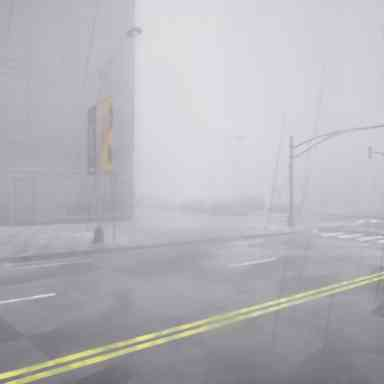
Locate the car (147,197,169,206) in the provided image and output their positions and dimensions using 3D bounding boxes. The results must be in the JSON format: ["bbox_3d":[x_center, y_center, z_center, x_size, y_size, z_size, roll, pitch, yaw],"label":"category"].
[{"bbox_3d":[-6.218,1.686,60.512,1.887,1.381,4.507,1,0,-36],"label":"car"}]

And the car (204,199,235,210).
[{"bbox_3d":[3.802,1.752,46.884,1.947,1.339,4.313,1,0,-36],"label":"car"}]

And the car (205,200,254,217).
[{"bbox_3d":[3.614,1.744,32.749,1.947,1.339,4.313,1,0,-36],"label":"car"}]

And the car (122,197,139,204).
[{"bbox_3d":[-12.898,1.685,69.598,1.947,1.339,4.313,1,0,-36],"label":"car"}]

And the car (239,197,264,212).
[{"bbox_3d":[7.144,1.519,42.342,2.192,1.841,5.009,1,0,-36],"label":"car"}]

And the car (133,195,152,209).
[{"bbox_3d":[-6.407,1.563,46.380,1.967,1.590,4.097,1,0,-36],"label":"car"}]

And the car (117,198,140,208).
[{"bbox_3d":[-9.749,1.690,50.923,1.802,1.307,4.206,1,0,-36],"label":"car"}]

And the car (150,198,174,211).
[{"bbox_3d":[-3.068,1.722,41.836,1.802,1.307,4.206,1,0,-36],"label":"car"}]

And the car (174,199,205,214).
[{"bbox_3d":[0.272,1.723,37.293,1.947,1.339,4.313,1,0,-36],"label":"car"}]

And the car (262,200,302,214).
[{"bbox_3d":[10.483,1.806,37.798,1.802,1.307,4.206,1,0,-36],"label":"car"}]

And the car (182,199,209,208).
[{"bbox_3d":[0.463,1.735,51.426,1.947,1.339,4.313,1,0,-36],"label":"car"}]

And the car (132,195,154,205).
[{"bbox_3d":[-9.557,1.445,65.056,2.192,1.841,5.009,1,0,-36],"label":"car"}]
